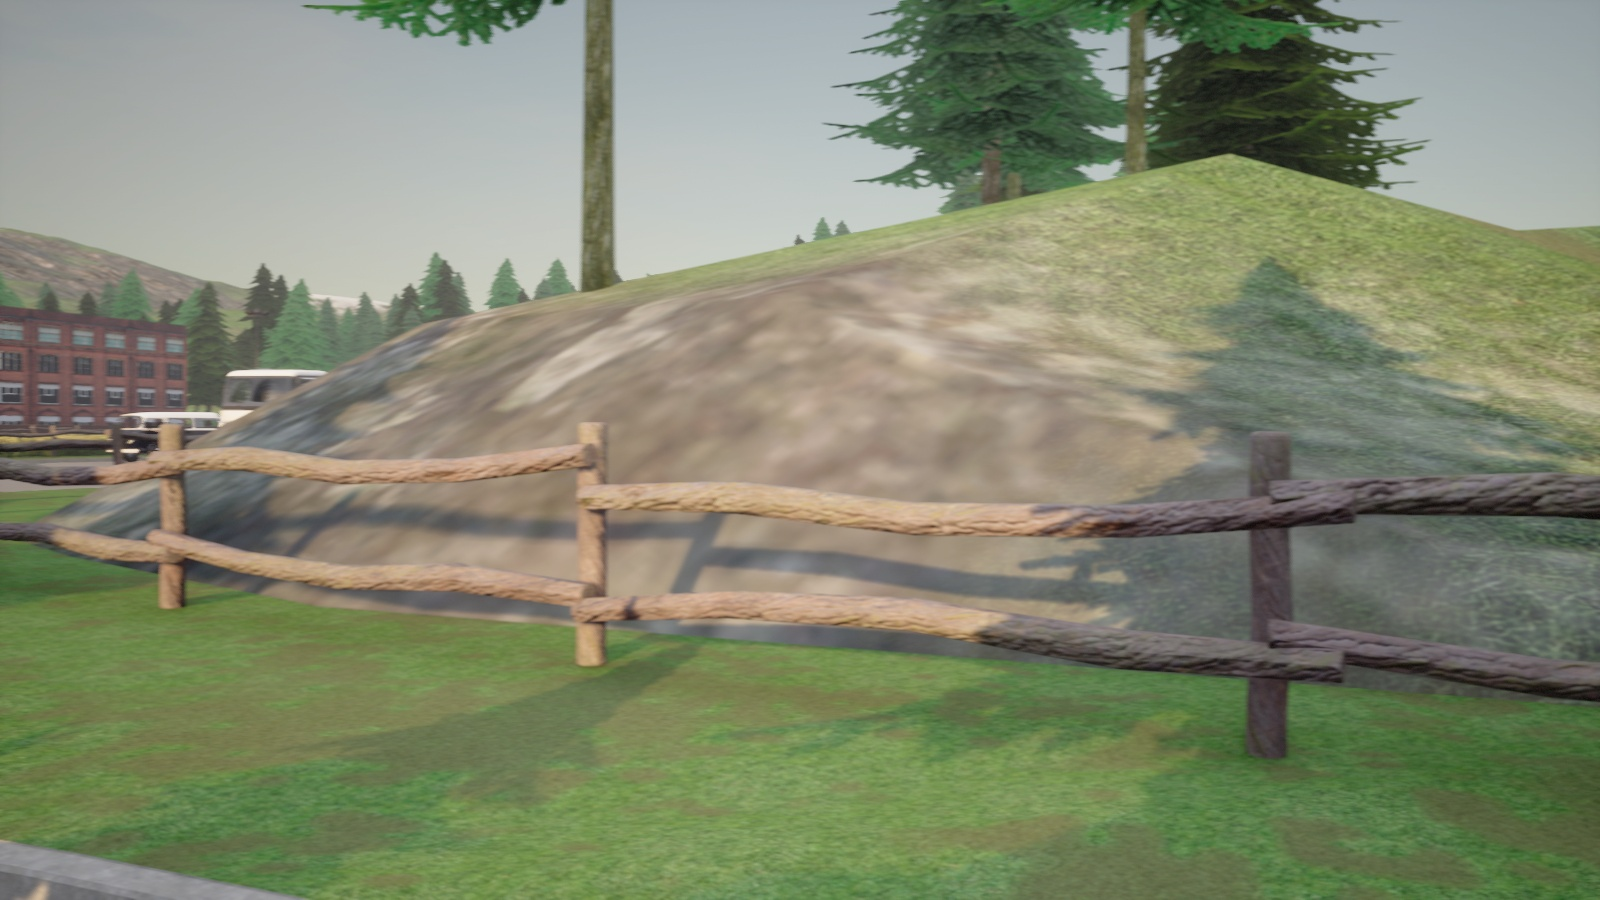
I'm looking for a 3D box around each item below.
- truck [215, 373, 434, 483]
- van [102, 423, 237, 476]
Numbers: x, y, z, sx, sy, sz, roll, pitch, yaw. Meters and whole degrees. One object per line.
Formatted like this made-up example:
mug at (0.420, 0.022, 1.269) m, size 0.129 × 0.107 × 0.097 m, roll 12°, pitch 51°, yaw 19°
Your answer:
truck at (-16.387, -0.757, 44.034) m, size 2.891 × 3.462 × 7.936 m, roll 0°, pitch 1°, yaw 17°
van at (-25.191, -0.059, 50.349) m, size 2.069 × 2.038 × 4.480 m, roll -1°, pitch 1°, yaw 26°
